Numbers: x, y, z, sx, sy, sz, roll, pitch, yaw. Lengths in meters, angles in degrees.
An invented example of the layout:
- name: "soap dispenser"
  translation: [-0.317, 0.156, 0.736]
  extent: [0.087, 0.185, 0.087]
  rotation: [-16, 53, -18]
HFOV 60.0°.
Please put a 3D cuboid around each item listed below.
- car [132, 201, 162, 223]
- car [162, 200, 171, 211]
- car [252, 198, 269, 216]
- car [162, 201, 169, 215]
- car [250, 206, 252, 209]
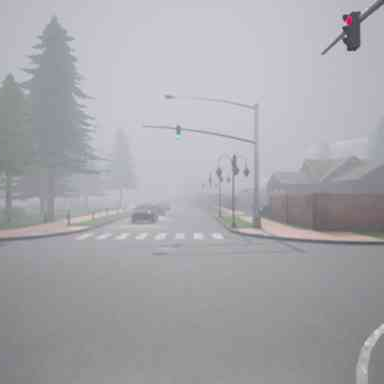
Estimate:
- name: "car"
  translation: [-4.034, 1.775, 29.118]
  extent: [1.882, 1.535, 5.008]
  rotation: [0, -1, 0]
- name: "car"
  translation: [-4.253, 2.010, 50.226]
  extent: [1.882, 1.535, 5.008]
  rotation: [0, -1, -1]
- name: "car"
  translation: [8.866, 1.525, 33.925]
  extent: [4.605, 1.855, 1.932]
  rotation: [0, -1, -1]
- name: "car"
  translation: [-4.108, 2.009, 39.106]
  extent: [1.895, 1.301, 4.718]
  rotation: [0, -1, 0]
- name: "car"
  translation: [8.452, 1.555, 36.435]
  extent: [3.866, 1.878, 1.905]
  rotation: [0, -1, -1]
